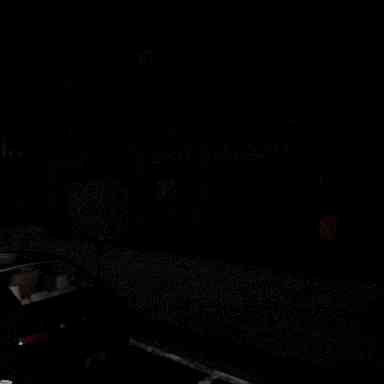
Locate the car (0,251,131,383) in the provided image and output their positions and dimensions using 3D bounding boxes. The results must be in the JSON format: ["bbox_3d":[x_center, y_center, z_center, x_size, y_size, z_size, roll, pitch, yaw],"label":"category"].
[{"bbox_3d":[-2.807,1.554,4.811,4.403,1.369,2.008,0,0,35],"label":"car"}]
